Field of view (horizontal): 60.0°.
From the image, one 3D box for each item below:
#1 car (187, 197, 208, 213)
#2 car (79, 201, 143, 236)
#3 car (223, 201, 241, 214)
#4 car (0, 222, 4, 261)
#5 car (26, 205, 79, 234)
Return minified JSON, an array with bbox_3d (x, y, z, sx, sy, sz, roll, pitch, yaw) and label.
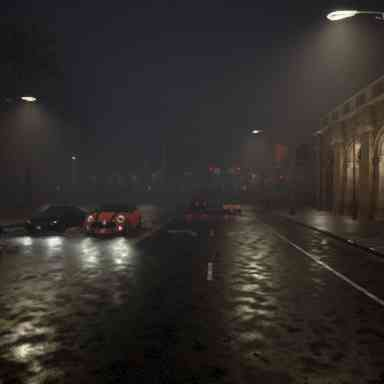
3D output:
[{"bbox_3d":[0.692,1.352,36.373,2.097,1.767,4.553,0,0,4],"label":"car"},{"bbox_3d":[-4.201,1.354,18.514,2.097,1.767,4.553,0,0,4],"label":"car"},{"bbox_3d":[4.261,1.601,36.019,1.895,1.301,4.718,0,0,5],"label":"car"},{"bbox_3d":[-5.621,0.948,5.724,2.150,2.045,5.566,-19,3,-1],"label":"car"},{"bbox_3d":[-7.653,1.527,19.303,1.812,1.442,4.674,0,1,4],"label":"car"}]
